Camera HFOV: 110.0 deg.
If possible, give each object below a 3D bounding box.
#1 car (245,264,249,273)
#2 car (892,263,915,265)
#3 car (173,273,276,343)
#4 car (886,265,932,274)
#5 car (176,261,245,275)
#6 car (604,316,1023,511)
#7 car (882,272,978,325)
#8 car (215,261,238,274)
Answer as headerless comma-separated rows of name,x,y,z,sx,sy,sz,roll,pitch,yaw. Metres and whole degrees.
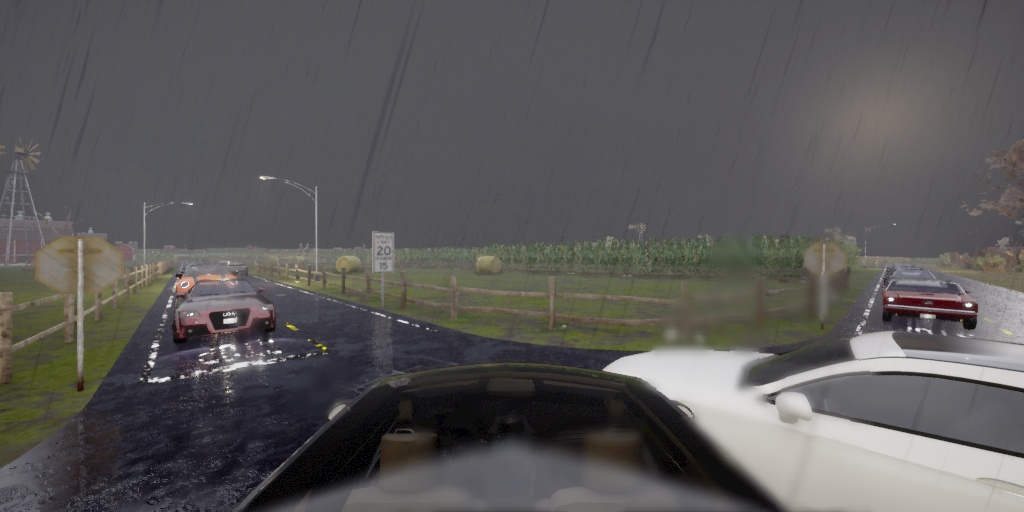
car,-27.369,1.305,35.483,2.128,1.511,4.902,0,0,-42
car,27.084,1.405,24.662,4.181,1.385,1.994,0,1,-43
car,-8.047,1.360,9.981,1.994,1.385,4.181,0,0,-43
car,20.399,1.365,18.333,5.357,1.411,2.033,0,1,-43
car,-13.894,1.150,16.401,2.097,1.767,4.553,0,0,-42
car,2.815,1.293,2.513,1.812,1.442,4.674,0,1,-45
car,13.394,1.399,11.692,4.718,1.301,1.895,0,1,-44
car,-34.172,1.331,42.867,1.837,1.490,4.892,0,0,-42
